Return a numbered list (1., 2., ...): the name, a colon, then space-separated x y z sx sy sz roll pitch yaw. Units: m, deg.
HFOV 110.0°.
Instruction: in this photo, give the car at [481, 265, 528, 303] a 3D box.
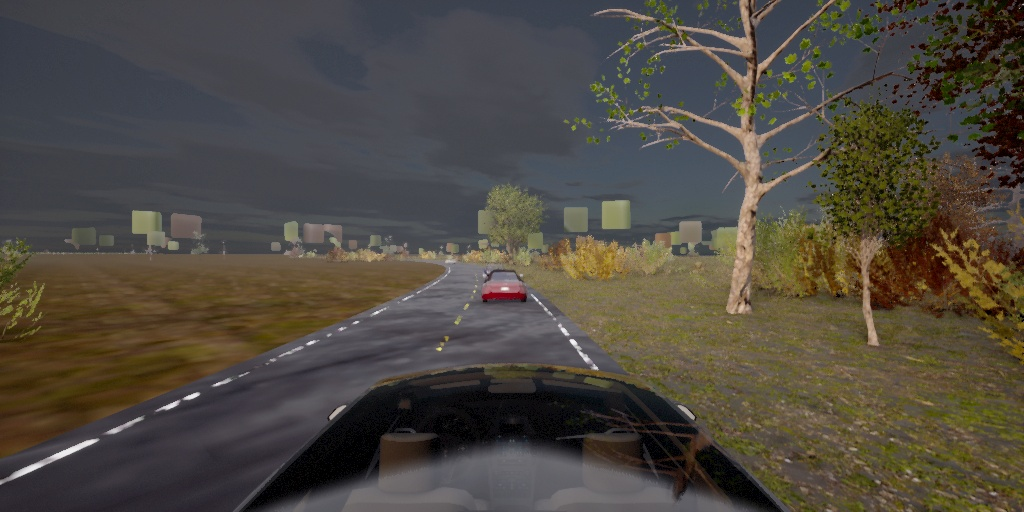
1. car: -0.395 1.307 16.608 1.994 1.385 4.181 0 0 -3
